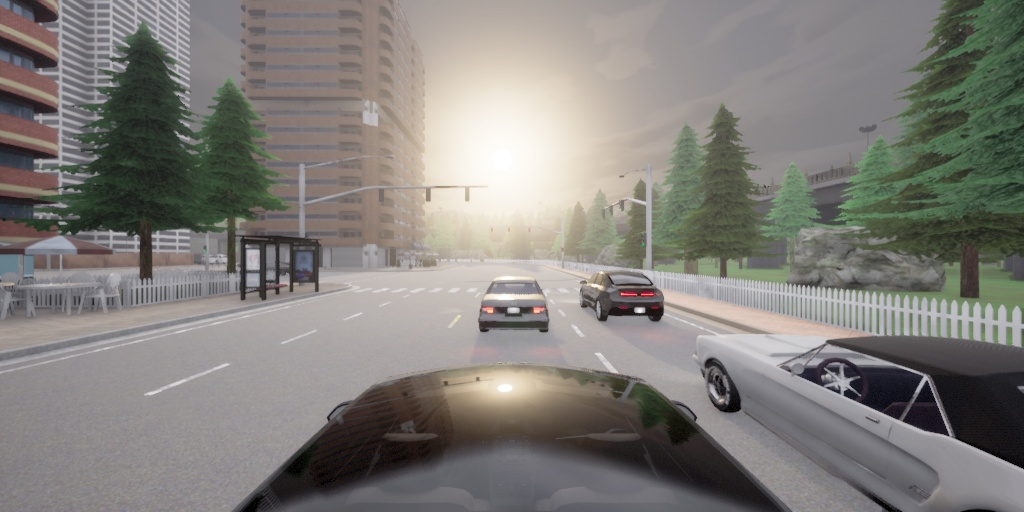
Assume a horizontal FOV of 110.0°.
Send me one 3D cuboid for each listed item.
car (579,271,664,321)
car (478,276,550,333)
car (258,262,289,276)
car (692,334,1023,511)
[{"bbox_3d":[3.565,1.252,12.353,1.837,1.490,4.892,0,0,1],"label":"car"},{"bbox_3d":[0.078,1.295,10.764,2.033,1.411,5.357,0,0,1],"label":"car"},{"bbox_3d":[-24.918,1.322,37.742,4.674,1.442,1.812,0,0,0],"label":"car"},{"bbox_3d":[3.513,1.350,3.090,1.895,1.301,4.718,0,0,1],"label":"car"}]
